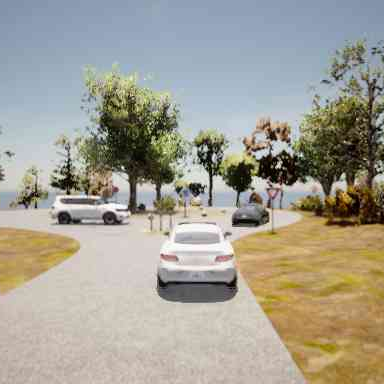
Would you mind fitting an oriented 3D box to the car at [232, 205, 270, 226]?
[{"bbox_3d":[4.357,1.626,24.164,1.994,1.385,4.181,0,0,25],"label":"car"}]

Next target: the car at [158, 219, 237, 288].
[{"bbox_3d":[0.155,1.549,9.184,1.812,1.442,4.674,0,0,1],"label":"car"}]

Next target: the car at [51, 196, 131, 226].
[{"bbox_3d":[-7.271,1.283,23.972,5.566,2.045,2.150,0,0,6],"label":"car"}]
